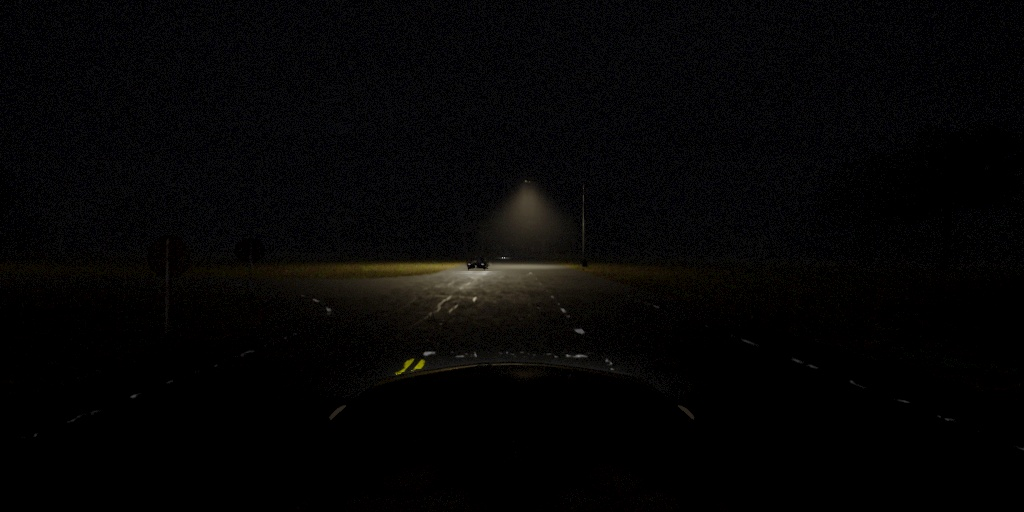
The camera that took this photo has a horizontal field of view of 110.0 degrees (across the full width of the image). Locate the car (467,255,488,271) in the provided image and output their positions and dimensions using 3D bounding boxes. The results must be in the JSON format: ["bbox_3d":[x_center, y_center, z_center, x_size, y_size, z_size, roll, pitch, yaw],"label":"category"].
[{"bbox_3d":[-3.548,0.707,37.518,1.837,1.490,4.892,0,1,0],"label":"car"}]
